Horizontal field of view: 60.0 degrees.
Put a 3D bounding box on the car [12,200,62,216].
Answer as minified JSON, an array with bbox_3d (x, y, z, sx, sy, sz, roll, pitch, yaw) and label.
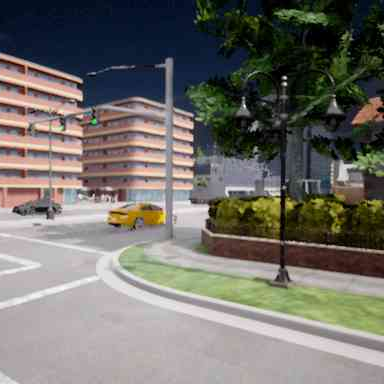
[{"bbox_3d":[-14.234,1.399,30.774,1.994,1.385,4.181,0,0,36],"label":"car"}]

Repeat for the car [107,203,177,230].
[{"bbox_3d":[-2.933,1.400,20.631,1.882,1.535,5.008,0,0,36],"label":"car"}]

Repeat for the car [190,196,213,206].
[{"bbox_3d":[1.847,1.384,52.977,2.033,1.411,5.357,0,0,36],"label":"car"}]
